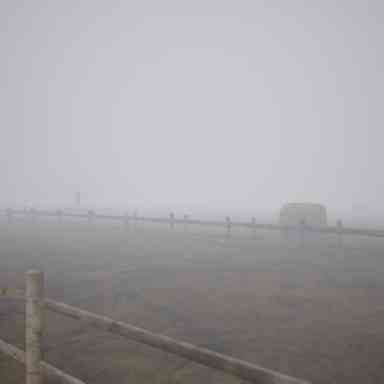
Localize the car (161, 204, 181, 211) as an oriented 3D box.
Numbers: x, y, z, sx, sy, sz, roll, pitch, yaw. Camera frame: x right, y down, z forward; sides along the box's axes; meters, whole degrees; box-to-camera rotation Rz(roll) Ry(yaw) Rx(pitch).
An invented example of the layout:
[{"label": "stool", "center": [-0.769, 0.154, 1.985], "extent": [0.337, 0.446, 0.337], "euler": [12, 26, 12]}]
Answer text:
[{"label": "car", "center": [-3.997, 2.896, 62.427], "extent": [1.994, 1.385, 4.181], "euler": [1, -1, 35]}]
